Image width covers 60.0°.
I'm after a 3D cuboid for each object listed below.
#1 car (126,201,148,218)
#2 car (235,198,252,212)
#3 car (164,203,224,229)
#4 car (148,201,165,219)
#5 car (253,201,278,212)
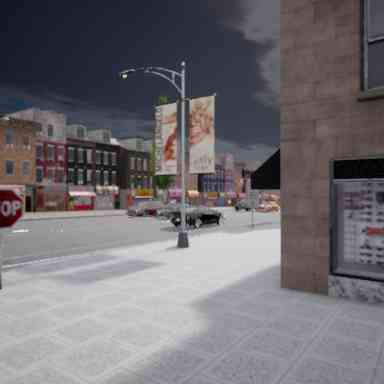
[{"bbox_3d":[-4.599,1.687,33.997,2.097,1.767,4.553,0,-1,35],"label":"car"},{"bbox_3d":[8.864,2.042,53.021,2.150,2.045,5.566,0,-1,35],"label":"car"},{"bbox_3d":[0.492,1.732,24.103,1.882,1.535,5.008,0,-1,35],"label":"car"},{"bbox_3d":[-1.640,1.839,32.555,2.128,1.511,4.902,0,-1,35],"label":"car"},{"bbox_3d":[11.582,2.190,51.237,2.097,1.767,4.553,0,-1,35],"label":"car"}]
